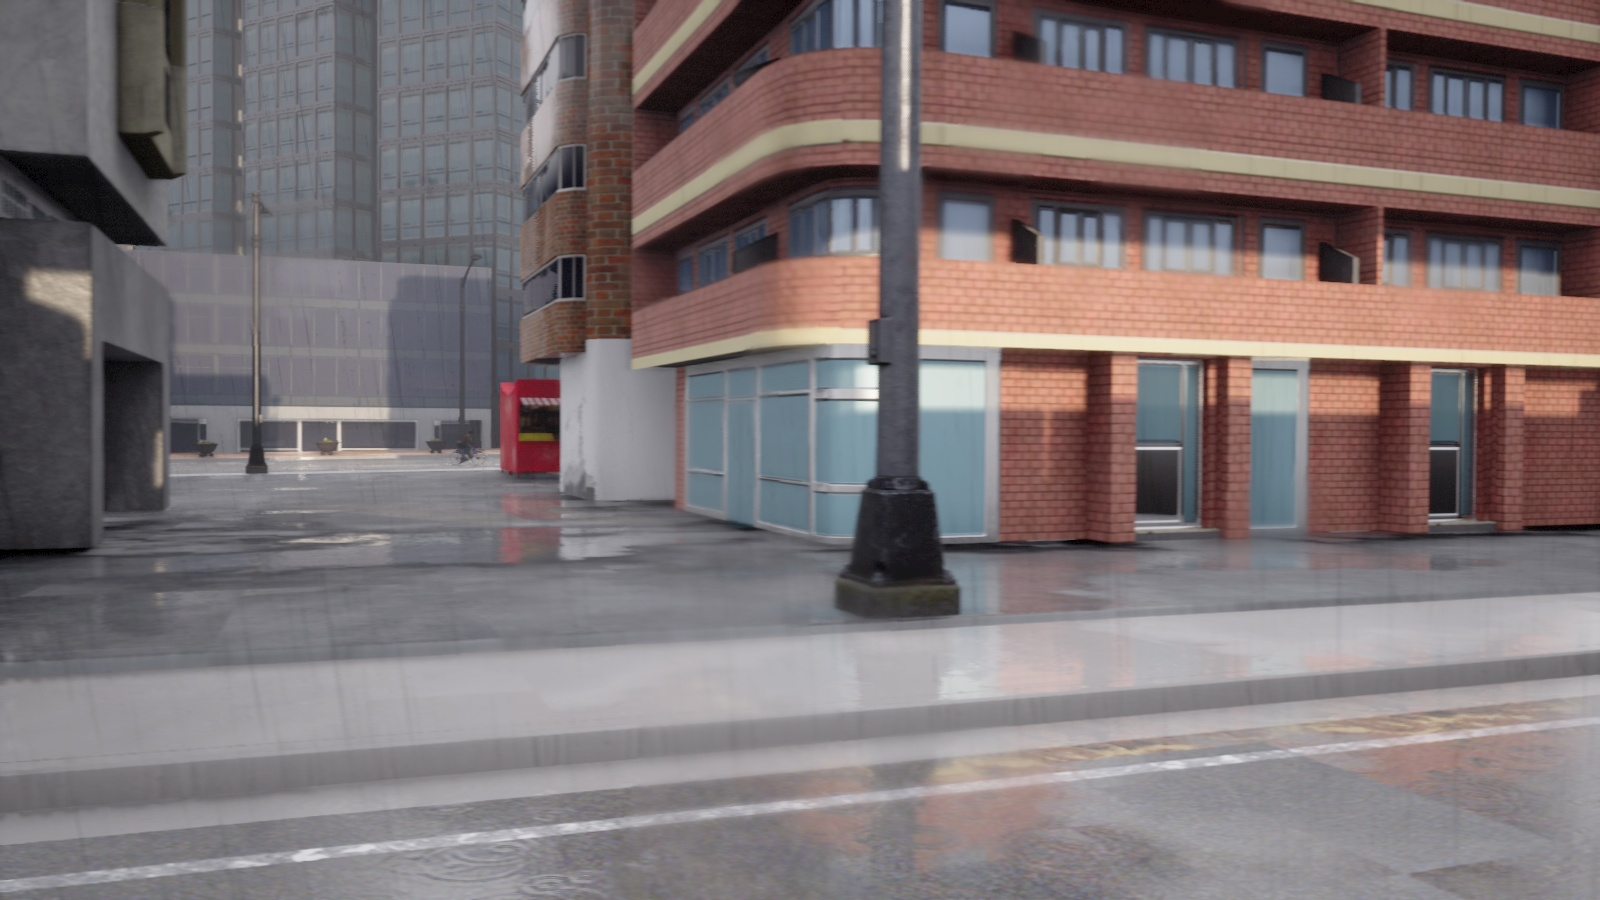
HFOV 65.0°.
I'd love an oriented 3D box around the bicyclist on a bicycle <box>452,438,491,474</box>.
[{"bbox_3d":[-15.300,0.259,58.444,1.656,1.620,0.582,-2,1,-21],"label":"bicyclist on a bicycle"}]
